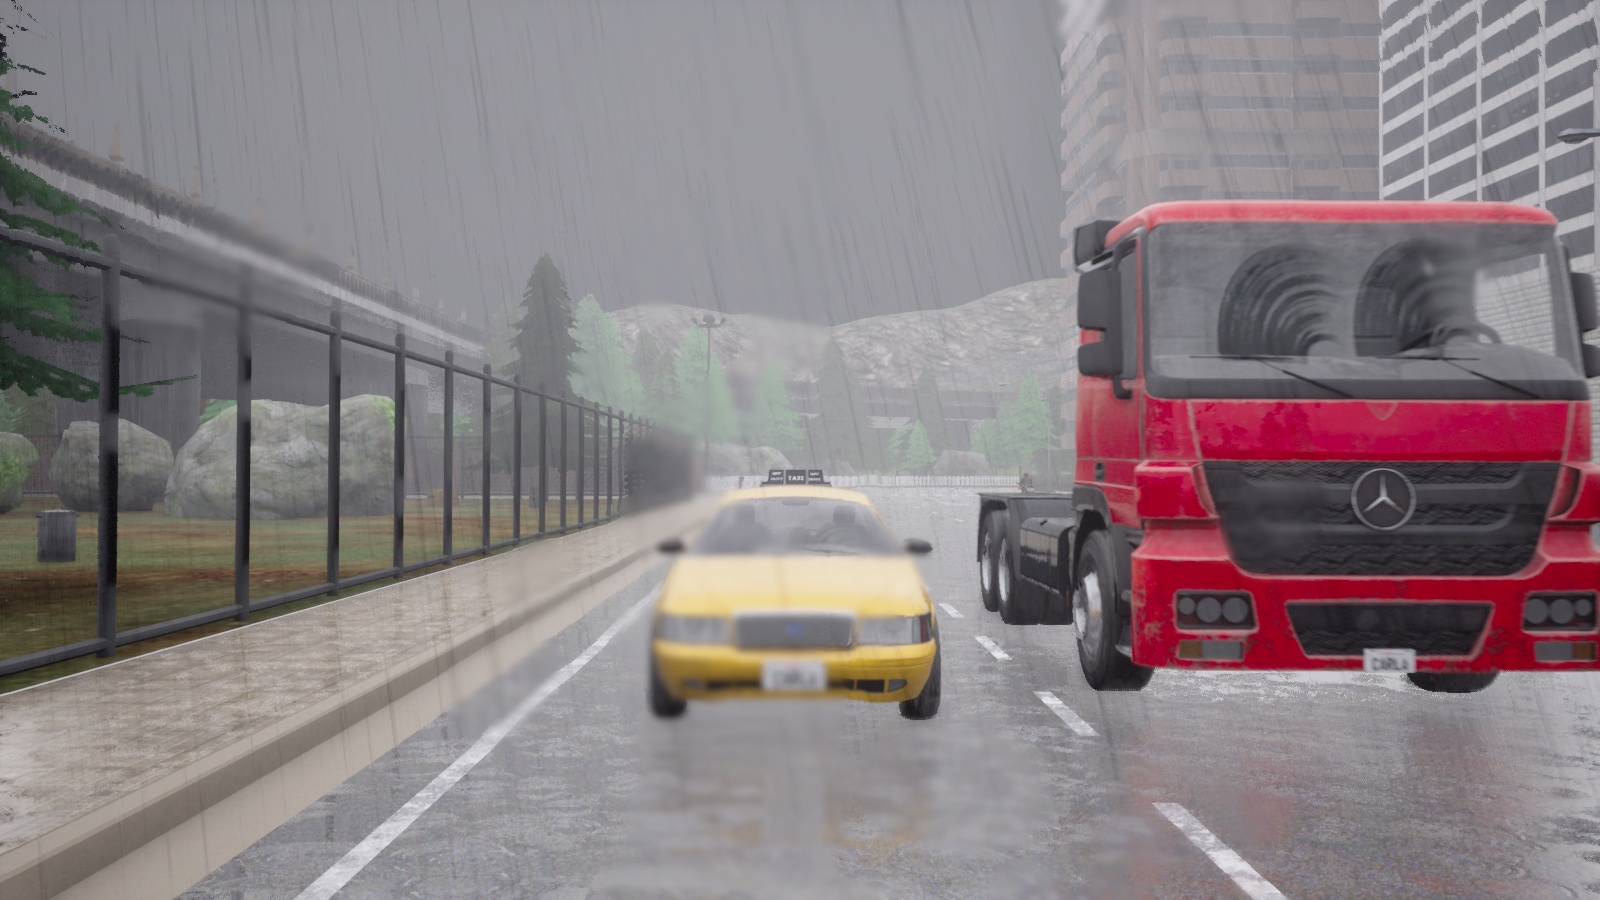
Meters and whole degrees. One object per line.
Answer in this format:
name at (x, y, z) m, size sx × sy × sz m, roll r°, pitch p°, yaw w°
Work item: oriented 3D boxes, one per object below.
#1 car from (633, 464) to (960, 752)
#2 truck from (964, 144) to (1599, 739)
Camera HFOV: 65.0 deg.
car at (-0.028, 0.915, 9.607) m, size 1.801 × 1.575 × 5.366 m, roll 0°, pitch -1°, yaw 0°
truck at (3.464, 0.008, 11.298) m, size 2.891 × 3.462 × 7.936 m, roll 0°, pitch -1°, yaw 0°
